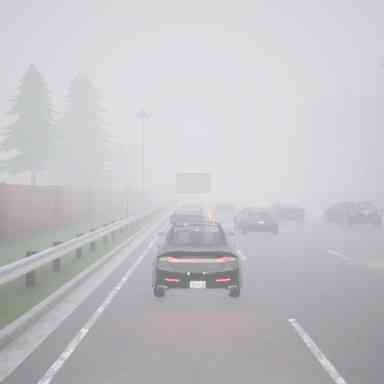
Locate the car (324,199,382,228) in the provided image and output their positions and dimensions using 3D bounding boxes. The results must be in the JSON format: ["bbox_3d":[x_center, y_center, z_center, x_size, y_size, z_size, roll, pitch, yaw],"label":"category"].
[{"bbox_3d":[10.617,1.351,22.369,2.097,1.767,4.553,0,0,0],"label":"car"}]

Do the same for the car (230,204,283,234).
[{"bbox_3d":[3.614,1.564,19.314,1.994,1.385,4.181,0,0,0],"label":"car"}]

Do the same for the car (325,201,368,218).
[{"bbox_3d":[14.123,1.563,30.710,1.994,1.385,4.181,0,0,0],"label":"car"}]

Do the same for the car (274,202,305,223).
[{"bbox_3d":[7.118,1.477,25.722,1.882,1.535,5.008,0,0,0],"label":"car"}]

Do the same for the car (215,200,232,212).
[{"bbox_3d":[3.627,1.601,37.658,1.895,1.301,4.718,0,0,0],"label":"car"}]

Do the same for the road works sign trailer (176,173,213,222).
[{"bbox_3d":[0.075,0.464,22.920,2.380,3.560,2.880,0,0,0],"label":"road works sign trailer"}]

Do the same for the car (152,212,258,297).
[{"bbox_3d":[0.106,1.492,8.555,2.128,1.511,4.902,0,0,0],"label":"car"}]

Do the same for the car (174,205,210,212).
[{"bbox_3d":[-0.047,1.474,19.003,1.882,1.535,5.008,0,0,6],"label":"car"}]
